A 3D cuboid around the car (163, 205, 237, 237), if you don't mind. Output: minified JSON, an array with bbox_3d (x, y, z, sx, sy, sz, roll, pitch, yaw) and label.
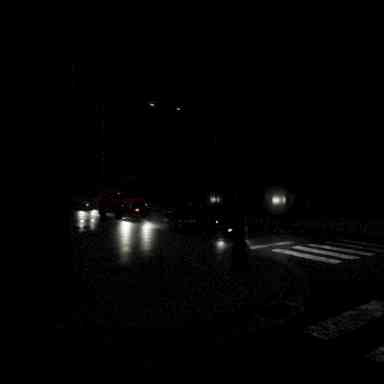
[{"bbox_3d":[0.458,1.376,16.842,1.895,1.301,4.718,0,1,-35],"label":"car"}]

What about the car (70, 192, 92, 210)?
[{"bbox_3d":[-11.355,0.930,33.602,2.128,1.511,4.902,0,1,-35],"label":"car"}]

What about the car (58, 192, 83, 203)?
[{"bbox_3d":[-17.268,0.711,47.082,2.033,1.411,5.357,0,1,-35],"label":"car"}]

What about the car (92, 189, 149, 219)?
[{"bbox_3d":[-5.344,0.835,25.074,2.150,2.045,5.566,0,1,-35],"label":"car"}]
